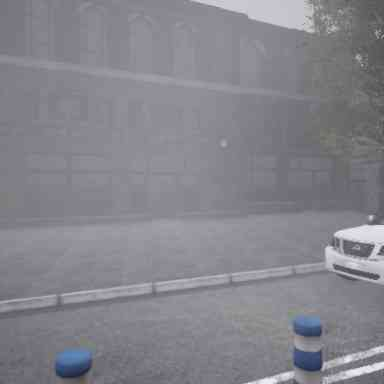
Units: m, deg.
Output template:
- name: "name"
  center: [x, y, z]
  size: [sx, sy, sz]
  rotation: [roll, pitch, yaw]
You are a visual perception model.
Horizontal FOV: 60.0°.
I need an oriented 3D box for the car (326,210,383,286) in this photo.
- name: "car"
  center: [5.953, 1.184, 8.187]
  size: [5.566, 2.045, 2.150]
  rotation: [0, 0, -24]
